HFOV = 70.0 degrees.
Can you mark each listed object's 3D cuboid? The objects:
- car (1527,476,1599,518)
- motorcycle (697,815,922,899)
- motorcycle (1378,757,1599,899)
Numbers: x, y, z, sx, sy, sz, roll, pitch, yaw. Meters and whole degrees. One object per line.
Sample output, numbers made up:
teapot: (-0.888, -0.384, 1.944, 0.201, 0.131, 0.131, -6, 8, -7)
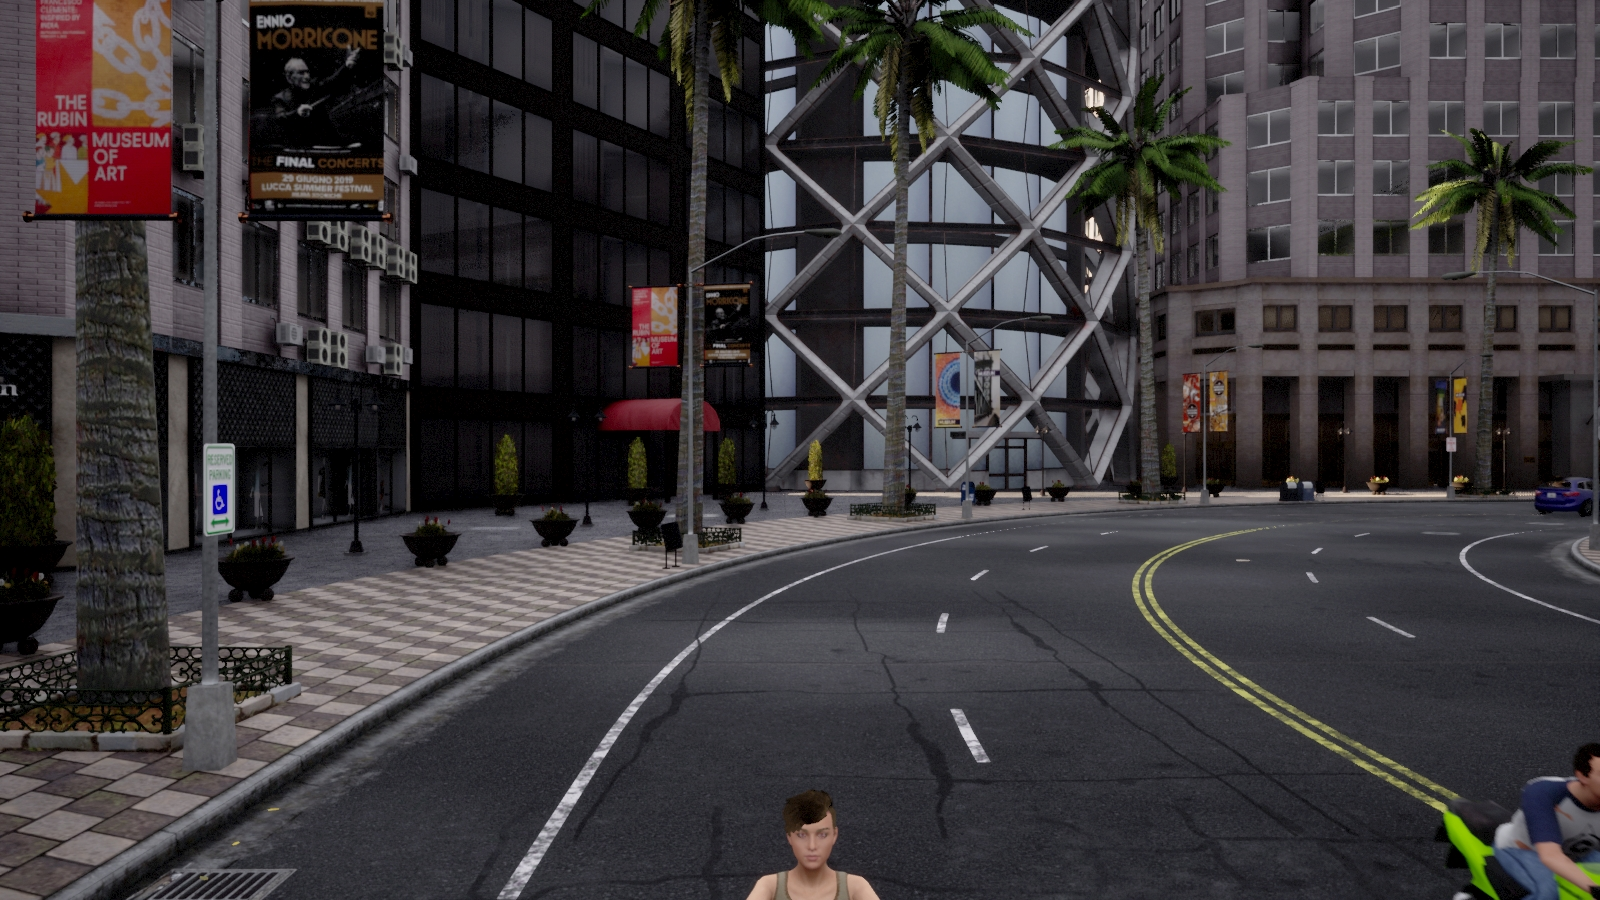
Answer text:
car: (33.937, 1.967, 48.949, 4.611, 1.667, 2.242, 0, 0, -16)
motorcycle: (0.030, 2.170, 3.615, 0.764, 1.277, 2.356, 0, 0, 1)
motorcycle: (3.474, 2.213, 5.071, 0.803, 1.145, 2.033, 0, 0, 0)
